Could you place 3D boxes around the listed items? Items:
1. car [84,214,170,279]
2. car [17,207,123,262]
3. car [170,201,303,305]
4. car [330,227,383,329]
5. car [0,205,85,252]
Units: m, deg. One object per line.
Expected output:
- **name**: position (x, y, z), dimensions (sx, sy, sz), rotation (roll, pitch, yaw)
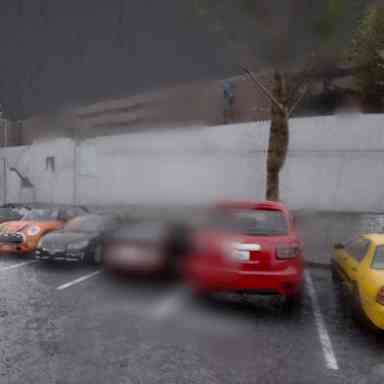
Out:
- **car**: position (-0.895, 1.516, 10.135), dimensions (2.163, 1.488, 4.792), rotation (0, -1, 15)
- **car**: position (-3.340, 1.490, 11.846), dimensions (2.231, 1.521, 4.892), rotation (1, -1, 15)
- **car**: position (1.556, 1.235, 8.400), dimensions (2.435, 2.045, 5.566), rotation (0, -1, 15)
- **car**: position (4.045, 1.486, 6.810), dimensions (1.946, 1.575, 5.366), rotation (0, -1, 15)
- **car**: position (-5.781, 1.366, 13.609), dimensions (2.185, 1.767, 4.553), rotation (0, -1, 15)
